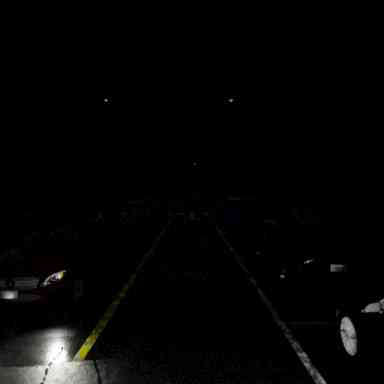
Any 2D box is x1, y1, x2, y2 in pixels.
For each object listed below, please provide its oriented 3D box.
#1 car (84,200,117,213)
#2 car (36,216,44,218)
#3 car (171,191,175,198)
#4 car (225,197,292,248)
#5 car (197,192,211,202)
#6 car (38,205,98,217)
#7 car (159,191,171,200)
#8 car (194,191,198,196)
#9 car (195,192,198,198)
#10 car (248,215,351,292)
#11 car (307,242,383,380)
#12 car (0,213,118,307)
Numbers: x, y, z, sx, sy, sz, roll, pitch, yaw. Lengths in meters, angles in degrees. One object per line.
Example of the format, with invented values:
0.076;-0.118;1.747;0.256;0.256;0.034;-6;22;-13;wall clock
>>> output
-5.680;1.301;19.593;1.967;1.590;4.097;0;0;0;car
-5.673;1.521;8.544;1.802;1.307;4.206;0;0;0;car
-6.630;0.739;91.575;2.192;1.841;5.009;0;0;-1;car
2.850;1.215;14.079;2.192;1.841;5.009;0;0;0;car
2.533;1.016;63.492;1.967;1.590;4.097;0;0;-1;car
-5.677;1.465;14.069;1.947;1.339;4.313;0;0;0;car
-6.245;0.949;74.615;1.967;1.590;4.097;0;0;-1;car
2.022;1.027;86.103;1.802;1.307;4.206;0;0;-1;car
2.278;1.089;74.800;1.802;1.307;4.206;0;0;-1;car
2.853;1.505;8.557;1.947;1.339;4.313;0;0;0;car
2.856;1.529;3.033;2.008;1.369;4.403;0;0;0;car
-3.098;1.468;7.974;1.812;1.442;4.674;0;0;0;car
